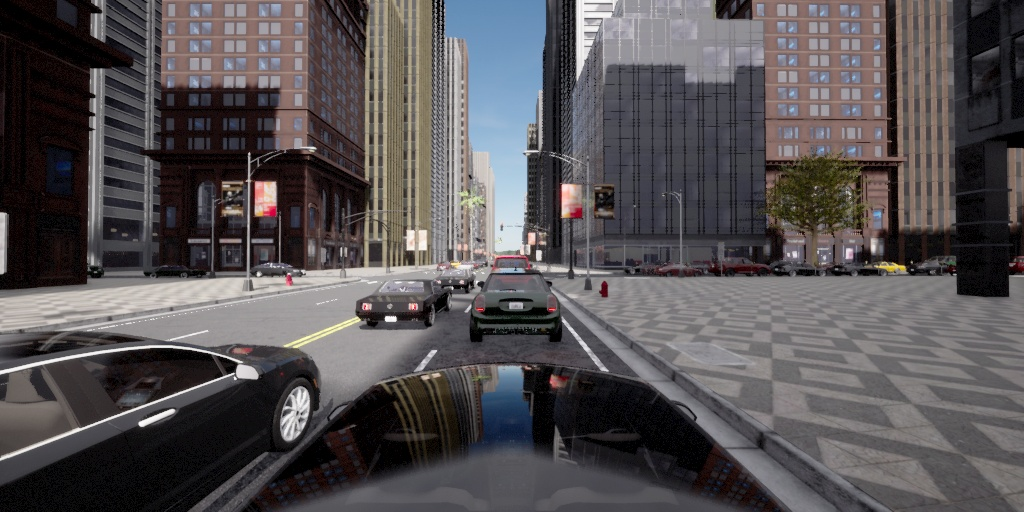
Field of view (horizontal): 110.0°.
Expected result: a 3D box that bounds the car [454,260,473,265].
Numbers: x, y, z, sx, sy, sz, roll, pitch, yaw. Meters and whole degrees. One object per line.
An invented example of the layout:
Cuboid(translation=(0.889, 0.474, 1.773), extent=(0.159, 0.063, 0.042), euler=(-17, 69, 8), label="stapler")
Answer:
Cuboid(translation=(-6.696, 1.571, 51.903), extent=(1.895, 1.301, 4.718), euler=(0, 0, 0), label="car")

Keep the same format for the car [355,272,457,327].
Cuboid(translation=(-3.168, 1.361, 11.587), extent=(1.895, 1.301, 4.718), euler=(0, 0, 0), label="car")

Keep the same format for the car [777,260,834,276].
Cuboid(translation=(26.530, 1.276, 33.155), extent=(4.313, 1.339, 1.948), euler=(0, 0, -1), label="car")

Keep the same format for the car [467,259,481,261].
Cuboid(translation=(-6.694, 1.635, 61.067), extent=(1.895, 1.301, 4.718), euler=(0, 0, 0), label="car")

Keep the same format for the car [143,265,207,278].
Cuboid(translation=(-32.663, 1.573, 34.903), extent=(4.718, 1.301, 1.895), euler=(0, -1, 0), label="car")

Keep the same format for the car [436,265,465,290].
Cuboid(translation=(-3.189, 1.388, 20.756), extent=(1.895, 1.301, 4.718), euler=(0, 0, 0), label="car")

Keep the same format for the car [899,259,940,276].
Cuboid(translation=(42.522, 1.229, 36.067), extent=(4.674, 1.442, 1.812), euler=(0, -1, -1), label="car")

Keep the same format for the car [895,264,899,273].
Cuboid(translation=(43.129, 1.297, 41.972), extent=(4.829, 1.417, 1.751), euler=(0, 0, -1), label="car")

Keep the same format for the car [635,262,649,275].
Cuboid(translation=(16.230, 1.336, 38.751), extent=(4.674, 1.442, 1.812), euler=(0, -1, -1), label="car")

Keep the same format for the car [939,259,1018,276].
Cuboid(translation=(43.442, 1.215, 33.452), extent=(4.507, 1.381, 1.888), euler=(0, 0, -1), label="car")

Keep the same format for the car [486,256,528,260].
Cuboid(translation=(-0.036, 1.003, 19.461), extent=(2.150, 2.045, 5.566), euler=(0, 0, 0), label="car")

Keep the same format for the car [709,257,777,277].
Cuboid(translation=(20.893, 1.042, 33.057), extent=(5.009, 1.841, 2.192), euler=(0, 0, -1), label="car")

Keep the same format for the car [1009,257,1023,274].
Cuboid(translation=(49.081, 0.974, 33.550), extent=(5.009, 1.841, 2.192), euler=(0, 0, -1), label="car")

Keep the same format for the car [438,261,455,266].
Cuboid(translation=(-9.942, 1.504, 53.158), extent=(1.812, 1.442, 4.674), euler=(0, 0, -3), label="car")

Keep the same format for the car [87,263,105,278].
Cuboid(translation=(-43.300, 1.242, 34.899), extent=(5.566, 2.045, 2.150), euler=(0, -1, 0), label="car")

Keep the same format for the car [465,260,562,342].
Cuboid(translation=(0.081, 1.109, 9.940), extent=(2.097, 1.767, 4.553), euler=(0, 0, 0), label="car")

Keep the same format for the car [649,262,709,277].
Cuboid(translation=(15.254, 1.328, 32.958), extent=(4.207, 1.307, 1.802), euler=(0, 0, -1), label="car")

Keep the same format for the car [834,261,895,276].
Cuboid(translation=(32.166, 1.261, 33.254), extent=(4.313, 1.339, 1.948), euler=(0, 0, -1), label="car")

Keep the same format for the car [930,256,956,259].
Cuboid(translation=(47.348, 0.991, 39.200), extent=(5.566, 2.045, 2.150), euler=(0, -1, -1), label="car")

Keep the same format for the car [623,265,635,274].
Cuboid(translation=(15.107, 1.413, 41.482), extent=(4.313, 1.339, 1.948), euler=(0, 0, -1), label="car")

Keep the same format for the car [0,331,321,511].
Cuboid(translation=(-3.151, 1.255, 2.267), extent=(1.837, 1.490, 4.892), euler=(0, 0, 0), label="car")

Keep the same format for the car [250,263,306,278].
Cuboid(translation=(-22.716, 1.418, 34.914), extent=(4.902, 1.511, 2.128), euler=(0, -1, 0), label="car")
